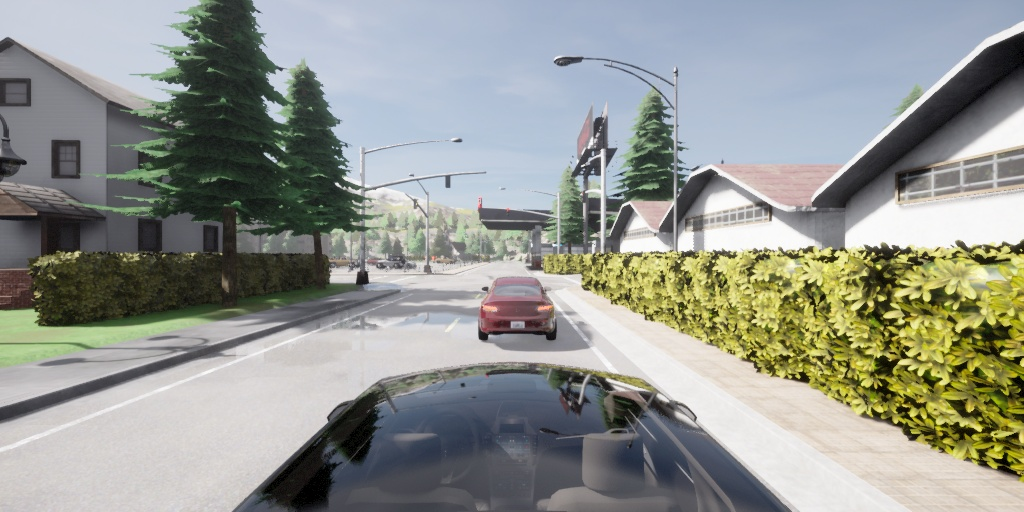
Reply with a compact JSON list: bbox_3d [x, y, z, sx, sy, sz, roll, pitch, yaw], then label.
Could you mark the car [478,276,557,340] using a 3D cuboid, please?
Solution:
[{"bbox_3d":[0.128,1.276,9.804,1.812,1.442,4.674,0,0,0],"label":"car"}]
